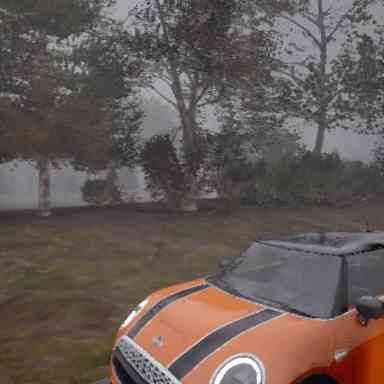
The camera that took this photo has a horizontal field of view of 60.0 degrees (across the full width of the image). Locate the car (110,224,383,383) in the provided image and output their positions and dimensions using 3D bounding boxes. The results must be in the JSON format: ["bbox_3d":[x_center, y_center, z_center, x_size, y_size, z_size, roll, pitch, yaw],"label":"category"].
[{"bbox_3d":[1.379,1.326,4.029,4.553,1.767,2.097,0,1,-35],"label":"car"}]
